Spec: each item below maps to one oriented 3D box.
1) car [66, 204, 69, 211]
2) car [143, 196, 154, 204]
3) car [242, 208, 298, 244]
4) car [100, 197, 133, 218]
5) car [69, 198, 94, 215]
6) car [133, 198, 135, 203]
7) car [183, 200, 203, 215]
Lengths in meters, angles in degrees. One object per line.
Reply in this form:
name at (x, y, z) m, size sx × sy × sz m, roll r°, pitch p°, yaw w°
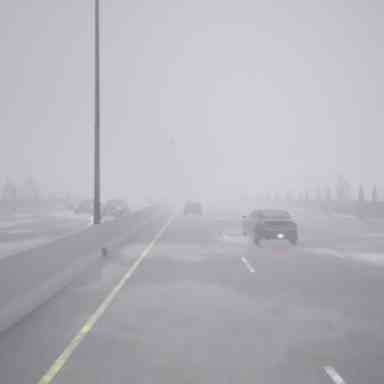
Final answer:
car at (-14.091, 1.682, 41.509) m, size 1.994 × 1.385 × 4.181 m, roll 0°, pitch 0°, yaw 0°
car at (-9.339, 1.642, 71.289) m, size 2.097 × 1.767 × 4.553 m, roll 0°, pitch 0°, yaw -13°
car at (3.598, 1.536, 15.935) m, size 1.837 × 1.490 × 4.892 m, roll 0°, pitch 0°, yaw 0°
car at (-7.098, 1.427, 30.656) m, size 2.097 × 1.767 × 4.553 m, roll 0°, pitch 0°, yaw 0°
car at (-10.596, 1.441, 34.476) m, size 2.097 × 1.767 × 4.553 m, roll 0°, pitch 0°, yaw 0°
car at (-14.096, 1.759, 75.644) m, size 2.033 × 1.411 × 5.357 m, roll 0°, pitch 0°, yaw -15°
car at (0.096, 1.583, 34.775) m, size 2.128 × 1.511 × 4.902 m, roll 0°, pitch 0°, yaw 0°
